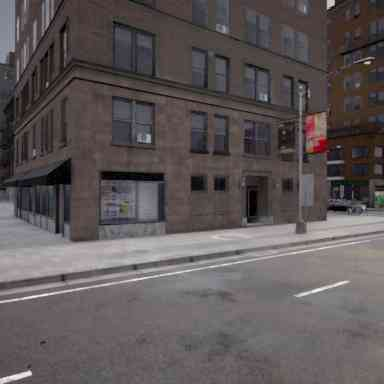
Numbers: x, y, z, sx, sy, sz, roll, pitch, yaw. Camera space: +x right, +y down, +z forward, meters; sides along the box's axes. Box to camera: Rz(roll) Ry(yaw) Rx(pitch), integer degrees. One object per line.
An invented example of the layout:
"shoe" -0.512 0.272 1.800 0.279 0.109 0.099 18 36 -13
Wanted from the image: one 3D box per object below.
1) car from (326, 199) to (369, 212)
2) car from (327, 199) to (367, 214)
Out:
"car" 18.726 1.577 40.137 1.947 1.339 4.313 0 0 -35
"car" 15.654 1.482 34.977 2.128 1.511 4.902 0 0 -35
